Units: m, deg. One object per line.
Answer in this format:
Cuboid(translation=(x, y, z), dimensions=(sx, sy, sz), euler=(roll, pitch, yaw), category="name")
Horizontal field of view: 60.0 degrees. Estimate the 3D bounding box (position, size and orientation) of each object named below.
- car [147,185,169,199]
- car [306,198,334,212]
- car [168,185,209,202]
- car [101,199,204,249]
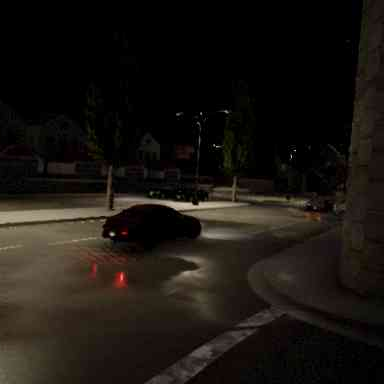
Cuboid(translation=(-2.956, -0.010, 37.417), dimensions=(2.128, 1.511, 4.902), euler=(6, 3, 34), category="car")
Cuboid(translation=(13.473, 1.309, 34.846), dimensions=(1.895, 1.301, 4.718), euler=(6, 3, 34), category="car")
Cuboid(translation=(-0.037, 0.329, 35.513), dimensions=(1.837, 1.490, 4.892), euler=(6, 3, 34), category="car")
Cuboid(translation=(-1.408, 1.210, 13.055), dimensions=(1.812, 1.442, 4.674), euler=(5, 3, 33), category="car")
